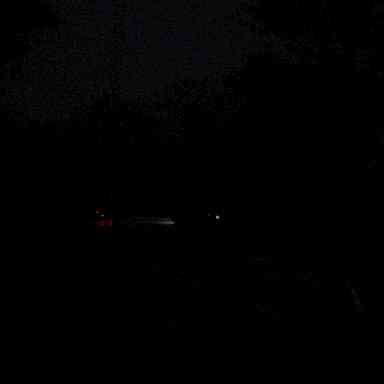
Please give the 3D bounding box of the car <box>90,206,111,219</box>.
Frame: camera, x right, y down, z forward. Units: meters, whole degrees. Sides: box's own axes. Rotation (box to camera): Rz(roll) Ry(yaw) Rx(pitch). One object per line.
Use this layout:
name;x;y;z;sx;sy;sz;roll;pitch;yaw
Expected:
car;-9.930;1.862;31.572;4.718;1.301;1.895;-1;-1;36

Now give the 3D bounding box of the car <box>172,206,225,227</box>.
car;0.391;1.733;24.367;1.994;1.385;4.181;1;-1;-43
